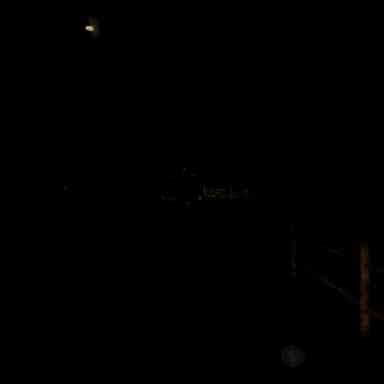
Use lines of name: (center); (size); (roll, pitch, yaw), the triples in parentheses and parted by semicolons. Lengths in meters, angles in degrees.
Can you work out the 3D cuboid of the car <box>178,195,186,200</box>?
car: (-2.636, 1.455, 88.708); (1.882, 1.535, 5.008); (0, 0, 0)
